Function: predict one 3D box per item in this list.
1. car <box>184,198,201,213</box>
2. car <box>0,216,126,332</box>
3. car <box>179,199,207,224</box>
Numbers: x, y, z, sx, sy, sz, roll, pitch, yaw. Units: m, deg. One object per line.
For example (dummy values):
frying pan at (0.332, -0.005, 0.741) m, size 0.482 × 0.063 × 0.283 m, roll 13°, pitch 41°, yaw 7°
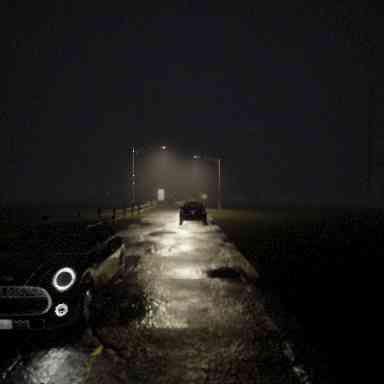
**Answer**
car at (0.093, 1.668, 42.450) m, size 2.097 × 1.767 × 4.553 m, roll 0°, pitch 0°, yaw 0°
car at (-2.840, 1.410, 7.225) m, size 2.097 × 1.767 × 4.553 m, roll 0°, pitch 0°, yaw 0°
car at (0.086, 1.553, 26.541) m, size 2.097 × 1.767 × 4.553 m, roll 0°, pitch 0°, yaw 0°
